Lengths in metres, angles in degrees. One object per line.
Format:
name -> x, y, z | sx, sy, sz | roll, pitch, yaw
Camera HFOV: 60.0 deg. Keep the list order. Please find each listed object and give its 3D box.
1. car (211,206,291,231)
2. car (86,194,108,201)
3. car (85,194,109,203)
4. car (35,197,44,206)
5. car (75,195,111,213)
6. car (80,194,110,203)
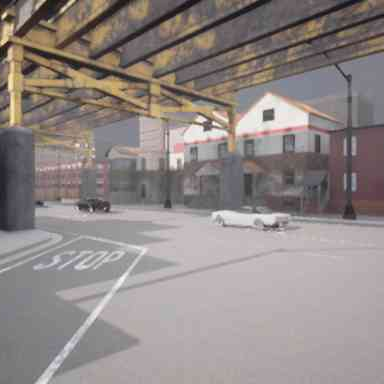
car -> 3.401, 1.490, 20.028 | 1.895, 1.301, 4.718 | 0, 0, -45
car -> -17.488, 0.958, 61.476 | 1.853, 1.218, 4.536 | 0, 0, 15
car -> -17.501, 1.115, 61.427 | 2.038, 1.542, 4.974 | 0, 0, 15
car -> -22.279, 1.349, 46.021 | 1.895, 1.301, 4.718 | 0, 0, -45
car -> -10.067, 1.320, 33.659 | 1.837, 1.490, 4.892 | 0, 1, -45
car -> -16.824, 1.136, 57.757 | 4.974, 1.542, 2.038 | 0, 0, -15
